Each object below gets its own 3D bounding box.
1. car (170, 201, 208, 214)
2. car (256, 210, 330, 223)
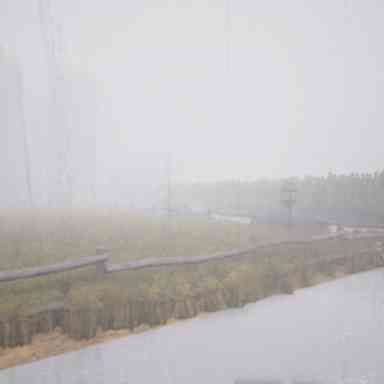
[{"bbox_3d":[-0.223,1.644,30.971,2.097,1.767,4.553,1,-1,-36],"label":"car"},{"bbox_3d":[6.500,1.829,21.603,1.895,1.301,4.718,1,-1,-36],"label":"car"}]
